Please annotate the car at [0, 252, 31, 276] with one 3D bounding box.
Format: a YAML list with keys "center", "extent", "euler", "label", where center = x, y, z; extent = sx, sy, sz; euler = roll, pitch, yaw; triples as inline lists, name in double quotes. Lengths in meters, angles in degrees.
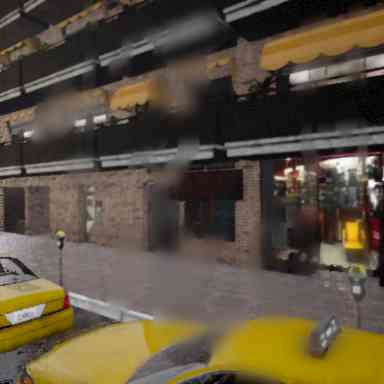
- center: [-3.986, 1.523, 5.579]
  extent: [4.829, 1.417, 1.752]
  euler: [0, -1, 36]
  label: "car"

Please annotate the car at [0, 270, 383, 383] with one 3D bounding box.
- center: [0.621, 1.525, 2.290]
  extent: [4.829, 1.417, 1.752]
  euler: [0, -1, 36]
  label: "car"
